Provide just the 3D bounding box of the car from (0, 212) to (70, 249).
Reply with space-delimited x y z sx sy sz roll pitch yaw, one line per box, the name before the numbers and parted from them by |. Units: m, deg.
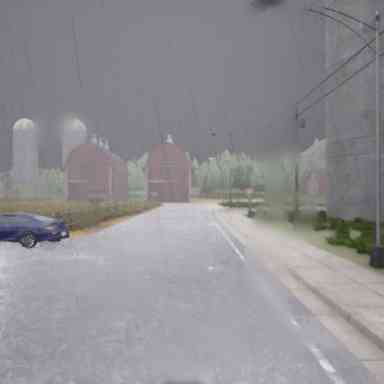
car | -7.774 1.618 14.777 4.674 1.442 1.812 0 -1 13
